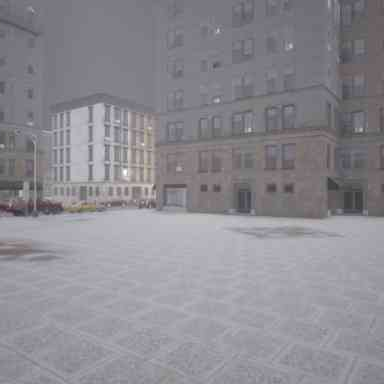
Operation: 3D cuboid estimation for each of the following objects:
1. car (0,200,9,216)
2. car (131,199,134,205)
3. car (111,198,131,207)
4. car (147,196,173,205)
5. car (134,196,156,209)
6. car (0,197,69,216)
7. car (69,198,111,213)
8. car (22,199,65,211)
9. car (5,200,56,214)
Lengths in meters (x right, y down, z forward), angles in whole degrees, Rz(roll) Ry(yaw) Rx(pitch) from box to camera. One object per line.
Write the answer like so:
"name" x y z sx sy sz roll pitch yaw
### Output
"car" -17.941 1.576 27.118 2.008 1.369 4.403 0 0 36
"car" -8.528 1.436 53.714 1.967 1.590 4.097 0 0 36
"car" -11.709 1.538 49.339 1.887 1.381 4.507 0 0 36
"car" -5.448 1.523 57.952 1.752 1.417 4.829 0 0 36
"car" -5.218 1.472 44.620 1.967 1.590 4.097 0 0 36
"car" -14.759 1.342 31.493 2.192 1.841 5.009 0 0 36
"car" -11.479 1.553 36.007 1.752 1.417 4.829 0 0 36
"car" -18.070 1.541 40.588 2.008 1.369 4.403 0 0 36
"car" -17.732 1.602 36.736 1.895 1.301 4.718 0 0 36
